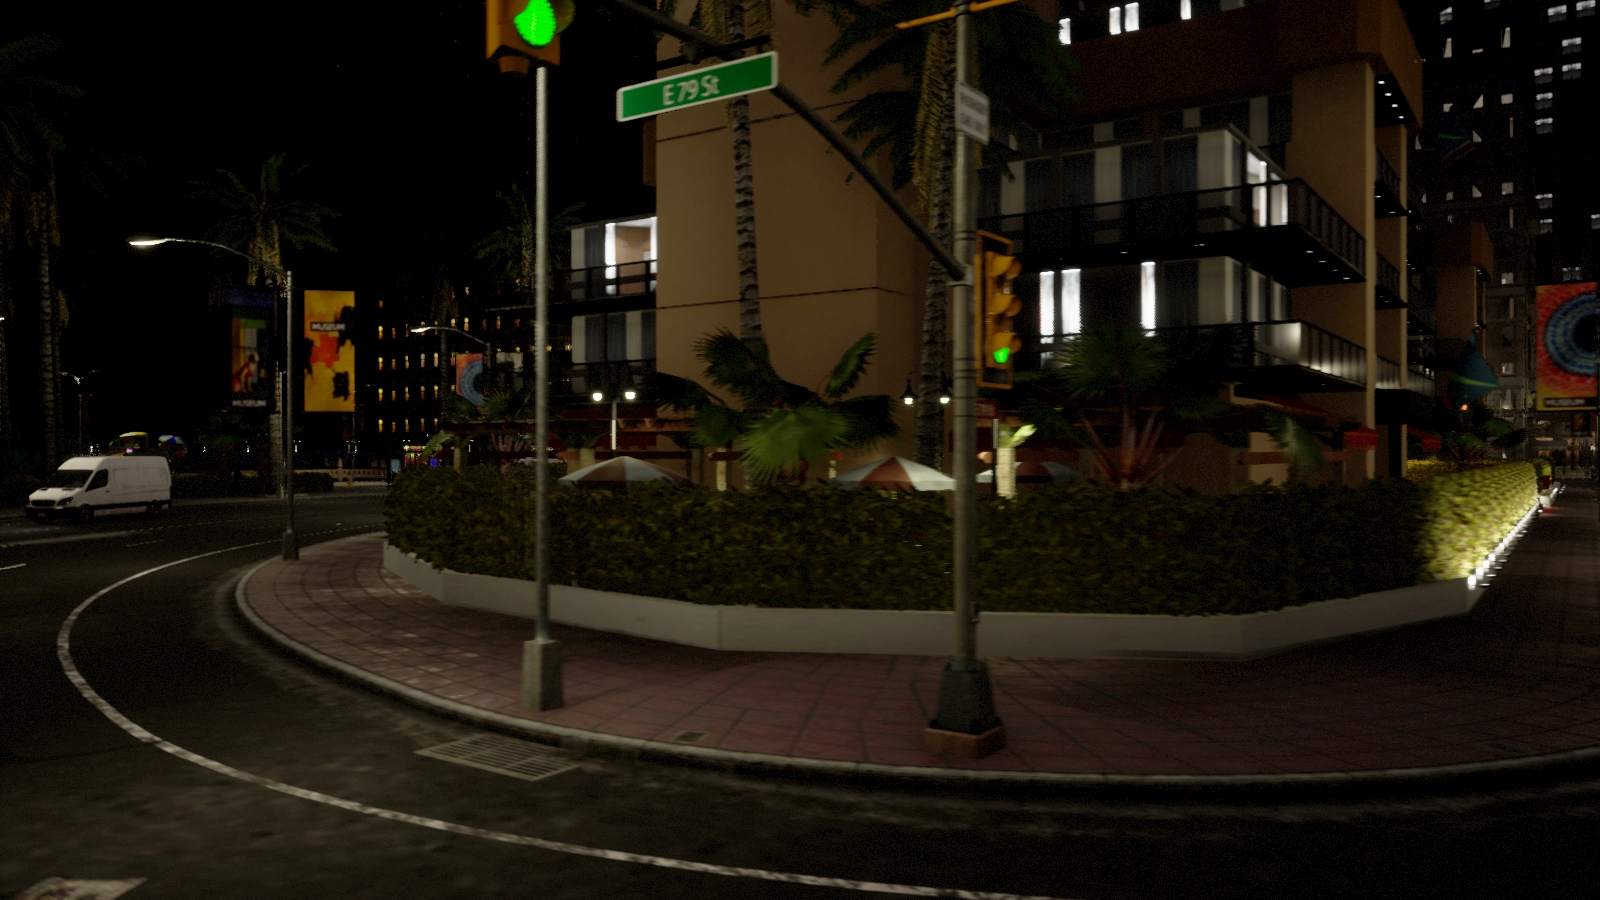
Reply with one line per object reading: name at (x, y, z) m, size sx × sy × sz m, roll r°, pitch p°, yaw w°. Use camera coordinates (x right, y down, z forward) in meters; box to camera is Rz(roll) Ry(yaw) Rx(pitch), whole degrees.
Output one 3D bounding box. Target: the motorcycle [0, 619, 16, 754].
motorcycle at (-8.240, 2.215, 11.004) m, size 0.803 × 1.145 × 2.033 m, roll 0°, pitch 0°, yaw -44°
